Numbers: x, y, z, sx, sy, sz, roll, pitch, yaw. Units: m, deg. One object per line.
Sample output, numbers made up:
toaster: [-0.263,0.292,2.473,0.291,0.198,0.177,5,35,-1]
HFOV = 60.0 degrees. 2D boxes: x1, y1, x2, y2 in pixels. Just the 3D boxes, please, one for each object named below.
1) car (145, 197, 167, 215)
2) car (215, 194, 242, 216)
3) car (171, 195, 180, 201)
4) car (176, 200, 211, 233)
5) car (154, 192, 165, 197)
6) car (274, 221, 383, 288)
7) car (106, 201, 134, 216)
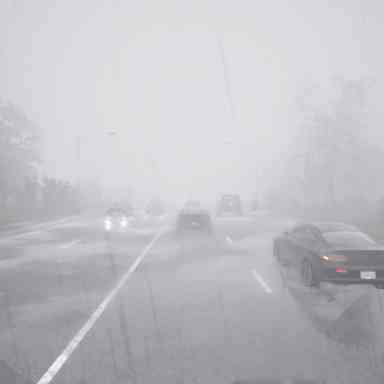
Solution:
car: [-3.592,1.513,33.911,1.837,1.490,4.892,0,0,0]
car: [3.601,1.227,33.086,2.150,2.045,5.566,0,0,0]
car: [-3.596,1.387,73.960,1.994,1.385,4.181,0,0,-1]
car: [0.100,1.481,19.581,1.882,1.535,5.008,0,0,0]
car: [-7.086,1.096,73.418,2.150,2.045,5.566,0,0,-1]
car: [3.600,1.527,9.095,1.812,1.442,4.674,0,0,0]
car: [-7.095,1.607,33.014,1.895,1.301,4.718,0,0,0]
